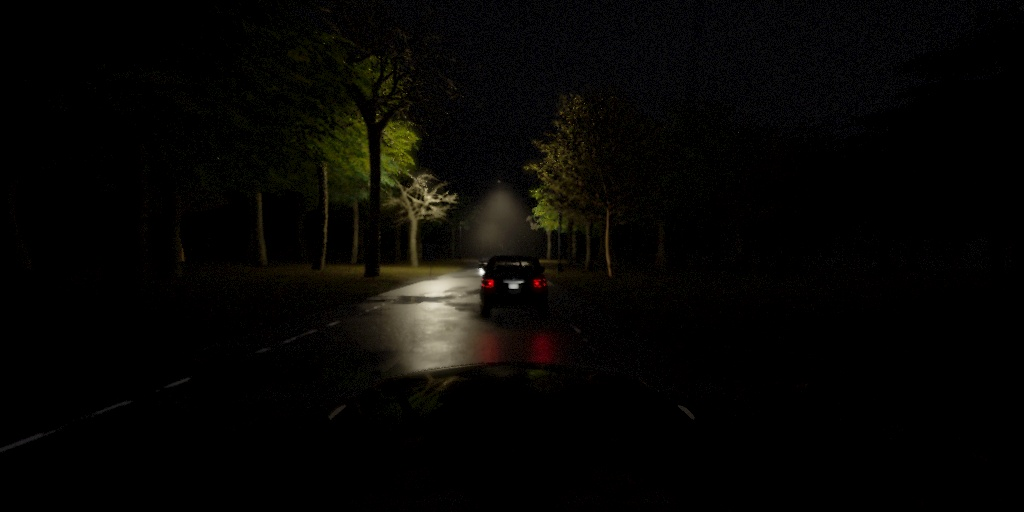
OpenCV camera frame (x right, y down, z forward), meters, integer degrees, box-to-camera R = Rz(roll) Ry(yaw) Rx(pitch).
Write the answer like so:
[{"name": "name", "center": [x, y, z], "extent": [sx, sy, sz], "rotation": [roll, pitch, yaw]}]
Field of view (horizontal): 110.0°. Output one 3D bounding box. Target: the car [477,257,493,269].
[{"name": "car", "center": [-3.882, 0.968, 52.441], "extent": [2.128, 1.511, 4.902], "rotation": [0, 1, -3]}]

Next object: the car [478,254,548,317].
[{"name": "car", "center": [0.070, 0.963, 13.225], "extent": [2.150, 2.045, 5.566], "rotation": [0, 0, 0]}]
